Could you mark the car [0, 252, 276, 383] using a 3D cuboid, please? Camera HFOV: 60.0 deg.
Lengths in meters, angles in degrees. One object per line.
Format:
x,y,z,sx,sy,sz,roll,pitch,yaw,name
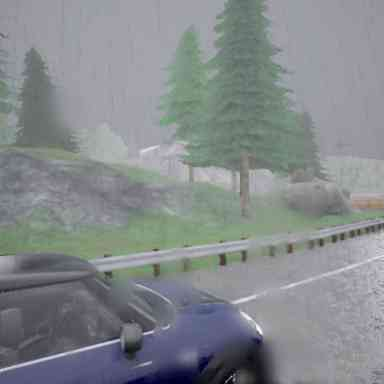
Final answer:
-1.358,1.362,2.947,4.553,1.767,2.097,0,0,-36,car
